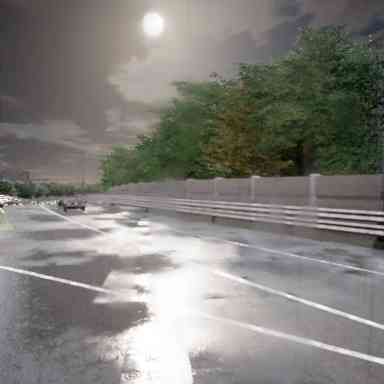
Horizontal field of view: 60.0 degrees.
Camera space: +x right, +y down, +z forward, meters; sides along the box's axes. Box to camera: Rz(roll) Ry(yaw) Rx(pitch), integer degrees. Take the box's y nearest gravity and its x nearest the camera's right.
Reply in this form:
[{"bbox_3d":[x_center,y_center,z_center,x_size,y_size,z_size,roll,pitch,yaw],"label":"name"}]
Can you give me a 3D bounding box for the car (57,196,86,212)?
[{"bbox_3d":[-11.361,1.052,31.217,2.033,1.411,5.357,0,1,-30],"label":"car"}]
